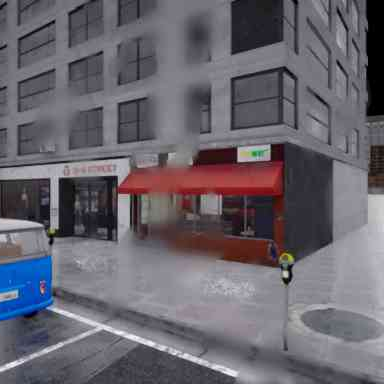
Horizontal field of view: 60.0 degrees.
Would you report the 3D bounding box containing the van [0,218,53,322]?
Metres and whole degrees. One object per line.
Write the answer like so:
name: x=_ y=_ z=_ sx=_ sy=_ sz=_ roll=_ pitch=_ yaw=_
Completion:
van: x=-4.280 y=1.340 z=6.130 sx=3.998 sy=1.788 sz=1.690 roll=0 pitch=0 yaw=35
